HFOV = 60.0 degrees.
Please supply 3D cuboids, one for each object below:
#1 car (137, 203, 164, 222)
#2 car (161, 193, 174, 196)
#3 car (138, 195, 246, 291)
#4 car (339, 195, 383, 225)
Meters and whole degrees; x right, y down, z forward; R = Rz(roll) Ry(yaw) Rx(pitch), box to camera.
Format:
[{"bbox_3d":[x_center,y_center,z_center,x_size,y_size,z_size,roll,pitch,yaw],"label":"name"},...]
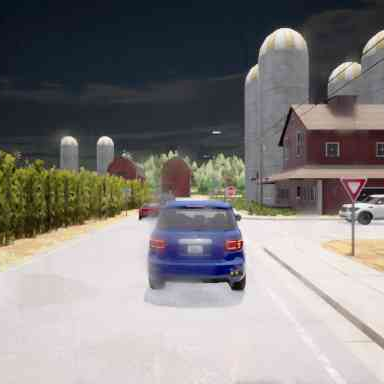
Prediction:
[{"bbox_3d":[-3.362,1.598,27.606,1.895,1.301,4.718,0,0,-3],"label":"car"},{"bbox_3d":[-3.396,1.207,45.427,2.150,2.045,5.566,0,0,0],"label":"car"},{"bbox_3d":[0.217,1.221,9.220,2.150,2.045,5.566,0,0,3],"label":"car"},{"bbox_3d":[13.312,1.195,23.262,5.566,2.045,2.150,0,0,-1],"label":"car"}]
